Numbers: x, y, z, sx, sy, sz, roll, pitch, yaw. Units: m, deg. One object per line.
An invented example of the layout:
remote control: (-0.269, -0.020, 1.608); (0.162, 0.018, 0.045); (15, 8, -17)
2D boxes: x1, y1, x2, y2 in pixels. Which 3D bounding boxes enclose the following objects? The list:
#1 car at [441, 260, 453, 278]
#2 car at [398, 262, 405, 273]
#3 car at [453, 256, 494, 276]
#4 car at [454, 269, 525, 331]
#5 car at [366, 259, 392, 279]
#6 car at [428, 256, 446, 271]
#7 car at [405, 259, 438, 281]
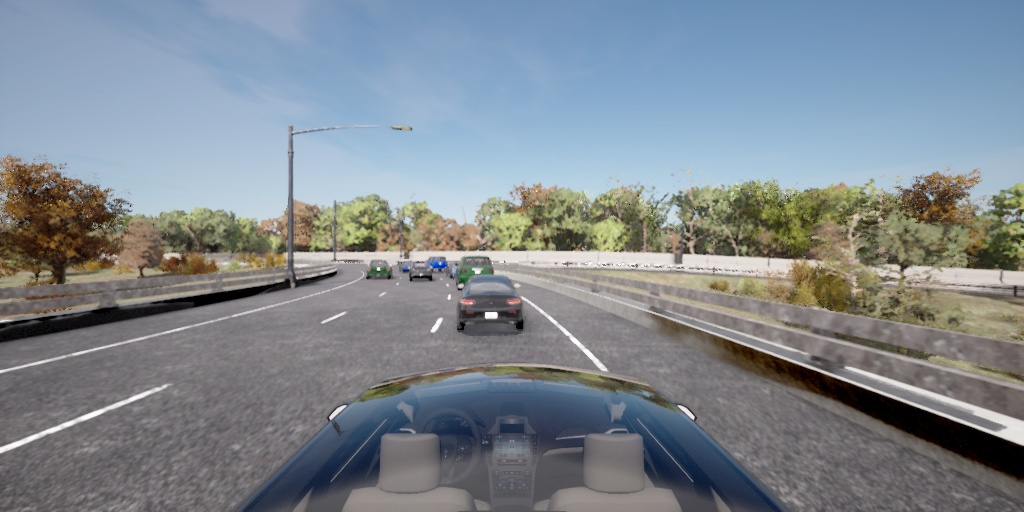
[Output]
car: (-5.263, 1.343, 34.279); (2.033, 1.411, 5.357); (0, 0, -17)
car: (-13.074, 1.382, 45.036); (1.994, 1.385, 4.181); (0, 0, -24)
car: (-2.415, 0.999, 22.793); (2.150, 2.045, 5.566); (0, 0, -11)
car: (-0.692, 1.288, 11.031); (1.812, 1.442, 4.674); (0, 0, -5)
car: (-12.382, 1.159, 33.571); (2.097, 1.767, 4.553); (0, 0, -18)
car: (-9.883, 1.039, 46.519); (2.150, 2.045, 5.566); (0, 0, -23)
car: (-7.793, 1.286, 30.535); (2.128, 1.511, 4.902); (0, 0, -16)
